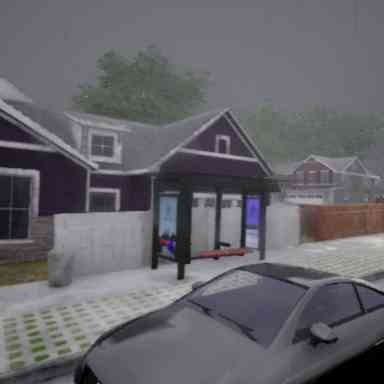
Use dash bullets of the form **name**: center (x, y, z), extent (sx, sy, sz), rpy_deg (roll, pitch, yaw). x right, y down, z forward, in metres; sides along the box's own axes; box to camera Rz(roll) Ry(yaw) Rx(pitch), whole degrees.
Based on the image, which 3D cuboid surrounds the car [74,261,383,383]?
- **car**: center (0.917, 1.569, 3.710), extent (4.181, 1.385, 1.994), rpy_deg (0, 0, -35)
